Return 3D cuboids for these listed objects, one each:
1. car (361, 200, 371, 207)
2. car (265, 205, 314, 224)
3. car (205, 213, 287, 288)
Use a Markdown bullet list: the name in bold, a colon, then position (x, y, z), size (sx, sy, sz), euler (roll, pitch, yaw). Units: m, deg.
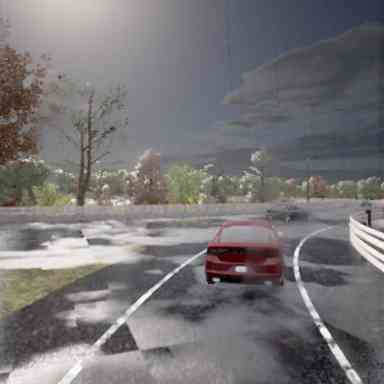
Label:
- **car**: position (37.509, 2.410, 71.589), size (2.033, 1.411, 5.357), euler (0, -1, 27)
- **car**: position (8.278, 1.836, 28.073), size (4.892, 1.490, 1.837), euler (1, 0, -35)
- **car**: position (1.646, 1.592, 9.777), size (1.882, 1.535, 5.008), euler (0, -1, 13)
